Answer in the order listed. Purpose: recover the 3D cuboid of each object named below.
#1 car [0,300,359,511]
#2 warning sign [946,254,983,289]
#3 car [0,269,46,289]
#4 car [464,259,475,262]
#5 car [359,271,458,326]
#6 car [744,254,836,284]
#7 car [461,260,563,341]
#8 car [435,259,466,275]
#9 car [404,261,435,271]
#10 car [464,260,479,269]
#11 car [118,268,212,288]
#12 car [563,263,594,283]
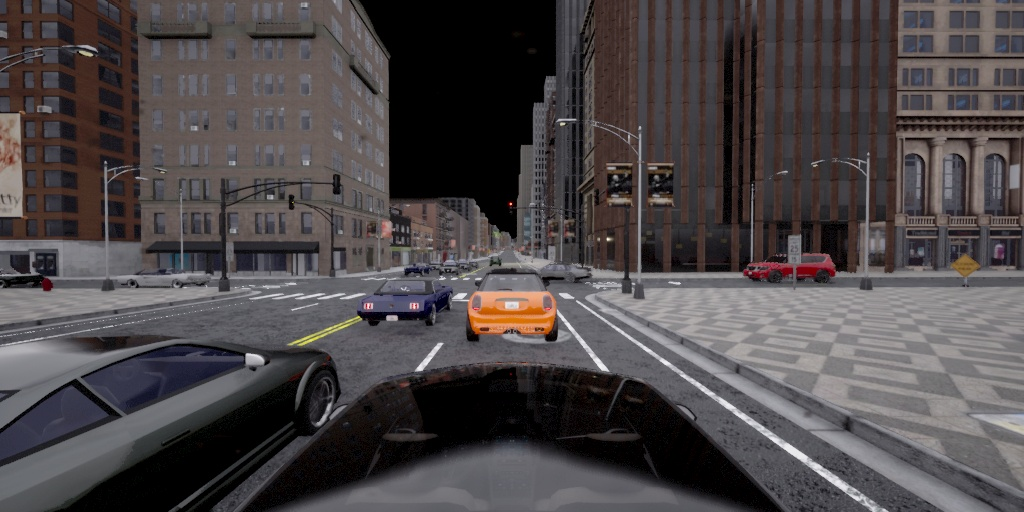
[{"bbox_3d":[-3.158,1.314,2.838,1.994,1.385,4.181,0,0,1],"label":"car"},{"bbox_3d":[25.178,0.827,19.909,1.060,1.860,1.300,0,0,0],"label":"warning sign"},{"bbox_3d":[-34.062,1.484,23.731,4.718,1.301,1.895,0,1,0],"label":"car"},{"bbox_3d":[-6.597,1.339,48.853,1.994,1.385,4.181,0,0,0],"label":"car"},{"bbox_3d":[-3.149,1.350,11.657,1.895,1.301,4.718,0,0,0],"label":"car"},{"bbox_3d":[19.835,0.855,25.691,5.566,2.045,2.150,0,1,0],"label":"car"},{"bbox_3d":[0.010,1.101,10.005,2.097,1.767,4.553,0,0,0],"label":"car"},{"bbox_3d":[-6.598,1.331,38.894,1.994,1.385,4.181,0,0,0],"label":"car"},{"bbox_3d":[-9.849,1.367,37.687,1.895,1.301,4.718,0,0,0],"label":"car"},{"bbox_3d":[-6.579,1.344,58.872,1.994,1.385,4.181,0,0,0],"label":"car"},{"bbox_3d":[-22.754,1.446,23.639,4.718,1.301,1.895,0,1,1],"label":"car"},{"bbox_3d":[3.424,1.265,27.325,5.357,1.411,2.033,-1,0,26],"label":"car"}]
